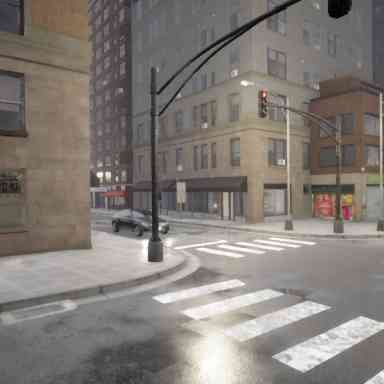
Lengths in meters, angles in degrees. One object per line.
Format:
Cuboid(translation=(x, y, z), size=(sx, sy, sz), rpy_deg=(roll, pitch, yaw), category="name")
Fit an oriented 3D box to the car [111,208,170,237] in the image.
Cuboid(translation=(-3.163, 1.694, 19.520), size=(1.812, 1.442, 4.674), rpy_deg=(-1, 0, -38), category="car")
